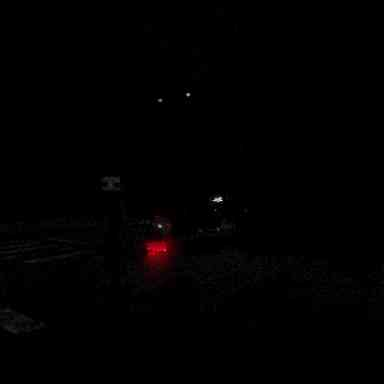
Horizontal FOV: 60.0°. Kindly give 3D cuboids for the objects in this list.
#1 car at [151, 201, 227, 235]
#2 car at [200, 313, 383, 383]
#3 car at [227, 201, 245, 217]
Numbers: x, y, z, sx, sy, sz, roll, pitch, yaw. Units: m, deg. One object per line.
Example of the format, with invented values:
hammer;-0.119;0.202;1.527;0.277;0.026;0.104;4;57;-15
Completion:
car;-0.187;1.386;18.097;1.837;1.490;4.892;0;0;34
car;2.250;1.321;1.203;5.009;1.841;2.192;0;0;35
car;2.438;1.427;27.123;1.895;1.301;4.718;0;0;35
